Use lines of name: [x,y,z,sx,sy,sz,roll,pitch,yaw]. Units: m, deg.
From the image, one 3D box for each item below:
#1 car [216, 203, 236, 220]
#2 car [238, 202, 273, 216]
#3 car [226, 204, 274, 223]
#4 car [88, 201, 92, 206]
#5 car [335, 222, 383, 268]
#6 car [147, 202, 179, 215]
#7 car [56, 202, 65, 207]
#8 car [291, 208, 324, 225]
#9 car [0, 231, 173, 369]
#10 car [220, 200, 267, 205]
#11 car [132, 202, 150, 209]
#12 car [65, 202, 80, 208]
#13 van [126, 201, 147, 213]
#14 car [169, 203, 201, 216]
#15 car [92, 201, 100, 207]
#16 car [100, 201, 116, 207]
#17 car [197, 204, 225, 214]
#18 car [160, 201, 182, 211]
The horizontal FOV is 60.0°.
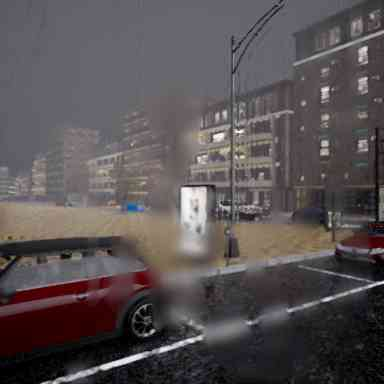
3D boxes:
car: [2.370,2.215,35.630,2.008,1.369,4.403,-1,0,-36]
car: [8.051,2.165,42.511,1.967,1.590,4.097,-1,0,-36]
car: [5.639,2.134,31.121,2.008,1.369,4.403,-1,0,-36]
car: [-26.699,3.132,90.221,1.887,1.381,4.507,-1,0,-36]
car: [6.596,1.710,11.278,4.206,1.307,1.802,1,-1,-36]
car: [-3.715,2.361,44.100,1.887,1.381,4.507,-1,0,-36]
car: [-33.484,3.105,85.303,1.887,1.381,4.507,-1,0,-36]
car: [10.675,2.087,28.824,1.994,1.385,4.181,0,-1,-36]
car: [-2.401,1.448,4.856,4.097,1.590,1.967,1,-1,-36]
car: [5.137,1.881,36.468,2.150,2.045,5.566,0,-1,-36]
car: [-10.353,2.761,67.677,1.802,1.307,4.206,-1,0,-36]
car: [-26.946,2.947,76.286,2.008,1.369,4.403,-1,0,-36]
van: [-8.639,2.281,50.984,1.690,1.788,3.998,-1,0,-36]
car: [-0.979,2.316,44.919,1.837,1.490,4.892,0,-1,-36]
car: [-23.429,3.072,85.712,1.947,1.339,4.313,-1,0,-36]
car: [-20.163,2.864,81.204,1.967,1.590,4.097,-1,0,-36]
car: [2.786,2.436,49.688,1.802,1.307,4.206,-1,0,-36]
car: [-3.814,2.457,58.663,1.967,1.590,4.097,-1,0,-36]
